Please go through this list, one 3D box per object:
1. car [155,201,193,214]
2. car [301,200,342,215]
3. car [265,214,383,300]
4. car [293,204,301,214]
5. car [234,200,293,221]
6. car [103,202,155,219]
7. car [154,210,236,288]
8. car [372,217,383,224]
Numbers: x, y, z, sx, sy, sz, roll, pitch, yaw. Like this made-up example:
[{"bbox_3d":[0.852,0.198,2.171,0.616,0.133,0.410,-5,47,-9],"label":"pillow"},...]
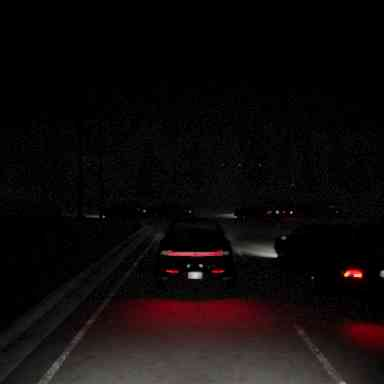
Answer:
[{"bbox_3d":[-1.989,1.504,30.231,4.674,1.442,1.812,0,-1,38],"label":"car"},{"bbox_3d":[11.215,1.470,30.369,2.128,1.511,4.902,0,0,-26],"label":"car"},{"bbox_3d":[3.577,1.541,8.576,2.033,1.411,5.357,0,0,0],"label":"car"},{"bbox_3d":[7.164,1.483,30.340,1.837,1.490,4.892,2,-1,-32],"label":"car"},{"bbox_3d":[5.361,1.528,26.769,2.033,1.411,5.357,0,0,-21],"label":"car"},{"bbox_3d":[-5.691,1.543,28.400,4.181,1.385,1.994,0,0,29],"label":"car"},{"bbox_3d":[0.077,1.485,9.192,2.128,1.511,4.902,0,0,0],"label":"car"},{"bbox_3d":[7.082,1.345,10.652,2.097,1.767,4.553,0,0,0],"label":"car"}]
